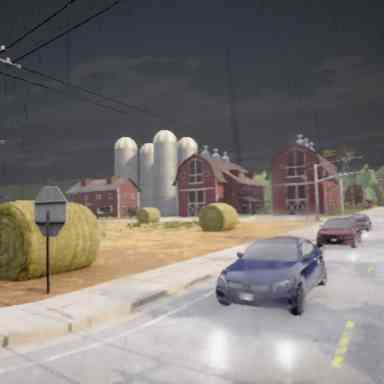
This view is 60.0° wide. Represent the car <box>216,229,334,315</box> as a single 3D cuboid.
[{"bbox_3d":[2.308,1.936,8.778,1.812,1.442,4.674,-3,-3,31],"label":"car"}]

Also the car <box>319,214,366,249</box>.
[{"bbox_3d":[8.399,2.218,18.818,1.882,1.535,5.008,-3,-4,31],"label":"car"}]

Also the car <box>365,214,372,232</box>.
[{"bbox_3d":[14.492,2.617,28.834,2.033,1.411,5.357,-3,-3,31],"label":"car"}]

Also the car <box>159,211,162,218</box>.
[{"bbox_3d":[-8.971,5.441,78.756,3.866,1.878,1.905,-3,3,-12],"label":"car"}]
